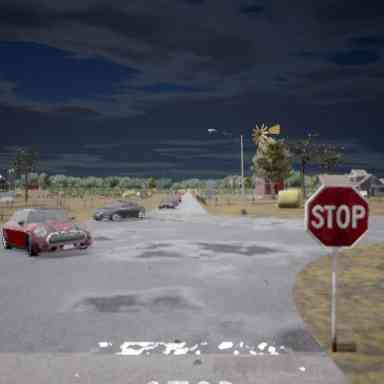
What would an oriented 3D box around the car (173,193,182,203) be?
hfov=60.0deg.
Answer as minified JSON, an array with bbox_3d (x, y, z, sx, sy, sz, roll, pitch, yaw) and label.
[{"bbox_3d":[-3.273,1.254,69.041,2.150,2.045,5.566,0,0,-1],"label":"car"}]

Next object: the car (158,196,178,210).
[{"bbox_3d":[-3.120,1.561,42.059,1.994,1.385,4.181,0,0,0],"label":"car"}]

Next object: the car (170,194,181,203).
[{"bbox_3d":[-3.207,1.513,54.945,1.837,1.490,4.892,0,0,-1],"label":"car"}]

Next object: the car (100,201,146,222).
[{"bbox_3d":[-5.642,1.503,26.450,1.837,1.490,4.892,2,1,30],"label":"car"}]

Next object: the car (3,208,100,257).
[{"bbox_3d":[-5.827,1.416,13.177,2.097,1.767,4.553,-2,-1,-43],"label":"car"}]
